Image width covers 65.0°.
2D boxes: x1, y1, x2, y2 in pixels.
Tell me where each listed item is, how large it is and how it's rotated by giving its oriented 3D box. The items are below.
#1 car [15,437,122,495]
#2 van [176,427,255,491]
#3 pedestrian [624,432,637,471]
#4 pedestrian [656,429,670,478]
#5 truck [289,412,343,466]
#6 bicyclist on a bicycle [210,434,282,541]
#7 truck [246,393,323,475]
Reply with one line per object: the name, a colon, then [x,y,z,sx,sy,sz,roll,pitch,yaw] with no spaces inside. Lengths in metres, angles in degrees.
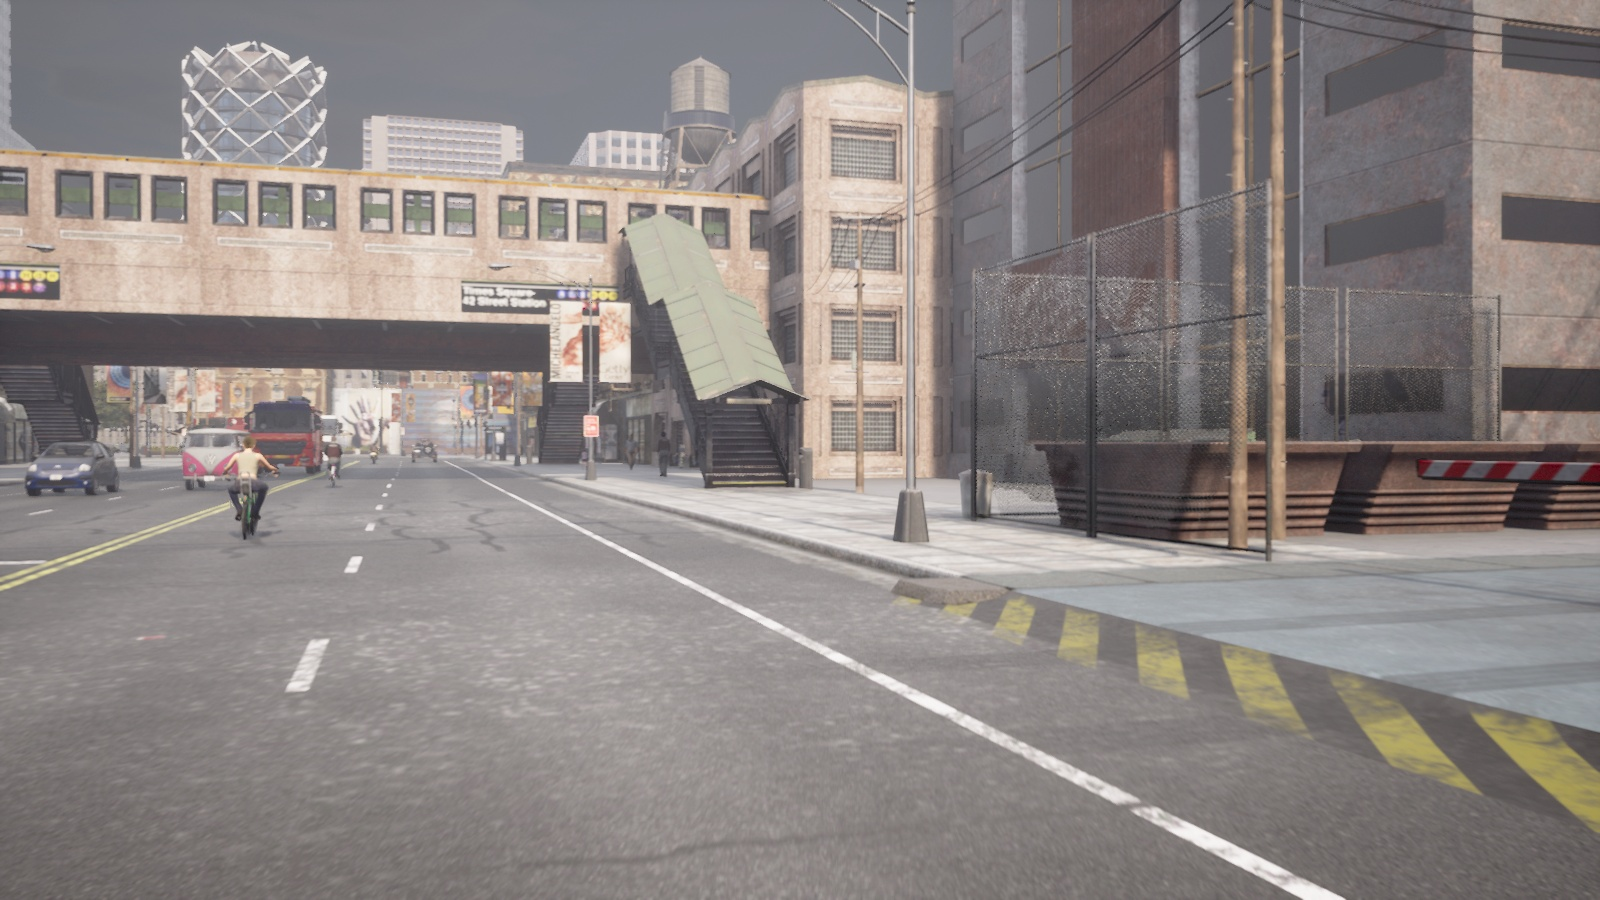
car: [-21.367,0.432,36.835,1.851,1.617,3.988,0,0,-17]
van: [-19.014,0.266,41.037,1.775,1.987,4.442,0,0,-17]
pedestrian: [-8.249,0.072,61.194,0.540,1.848,0.694,0,0,-14]
pedestrian: [-5.448,0.135,49.867,0.402,1.930,0.666,0,0,-22]
truck: [-32.412,-0.709,84.344,2.891,3.462,7.936,0,0,-18]
bicyclist on a bicycle: [-8.737,0.571,19.852,0.866,1.612,1.509,0,0,-17]
truck: [-25.810,-0.774,63.229,2.891,3.827,8.468,0,0,-18]
